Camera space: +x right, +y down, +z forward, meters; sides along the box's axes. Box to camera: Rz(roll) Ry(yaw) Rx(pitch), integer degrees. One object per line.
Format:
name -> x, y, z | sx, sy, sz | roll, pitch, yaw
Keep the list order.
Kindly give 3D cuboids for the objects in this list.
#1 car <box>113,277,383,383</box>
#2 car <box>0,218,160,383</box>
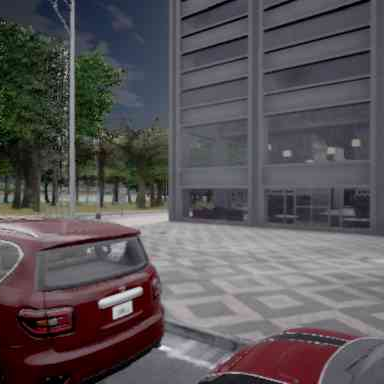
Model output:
car -> 1.758, 1.441, 1.707 | 4.097, 1.590, 1.967 | 0, 0, 35
car -> -2.669, 1.311, 4.865 | 5.009, 1.841, 2.192 | 0, 0, 35
